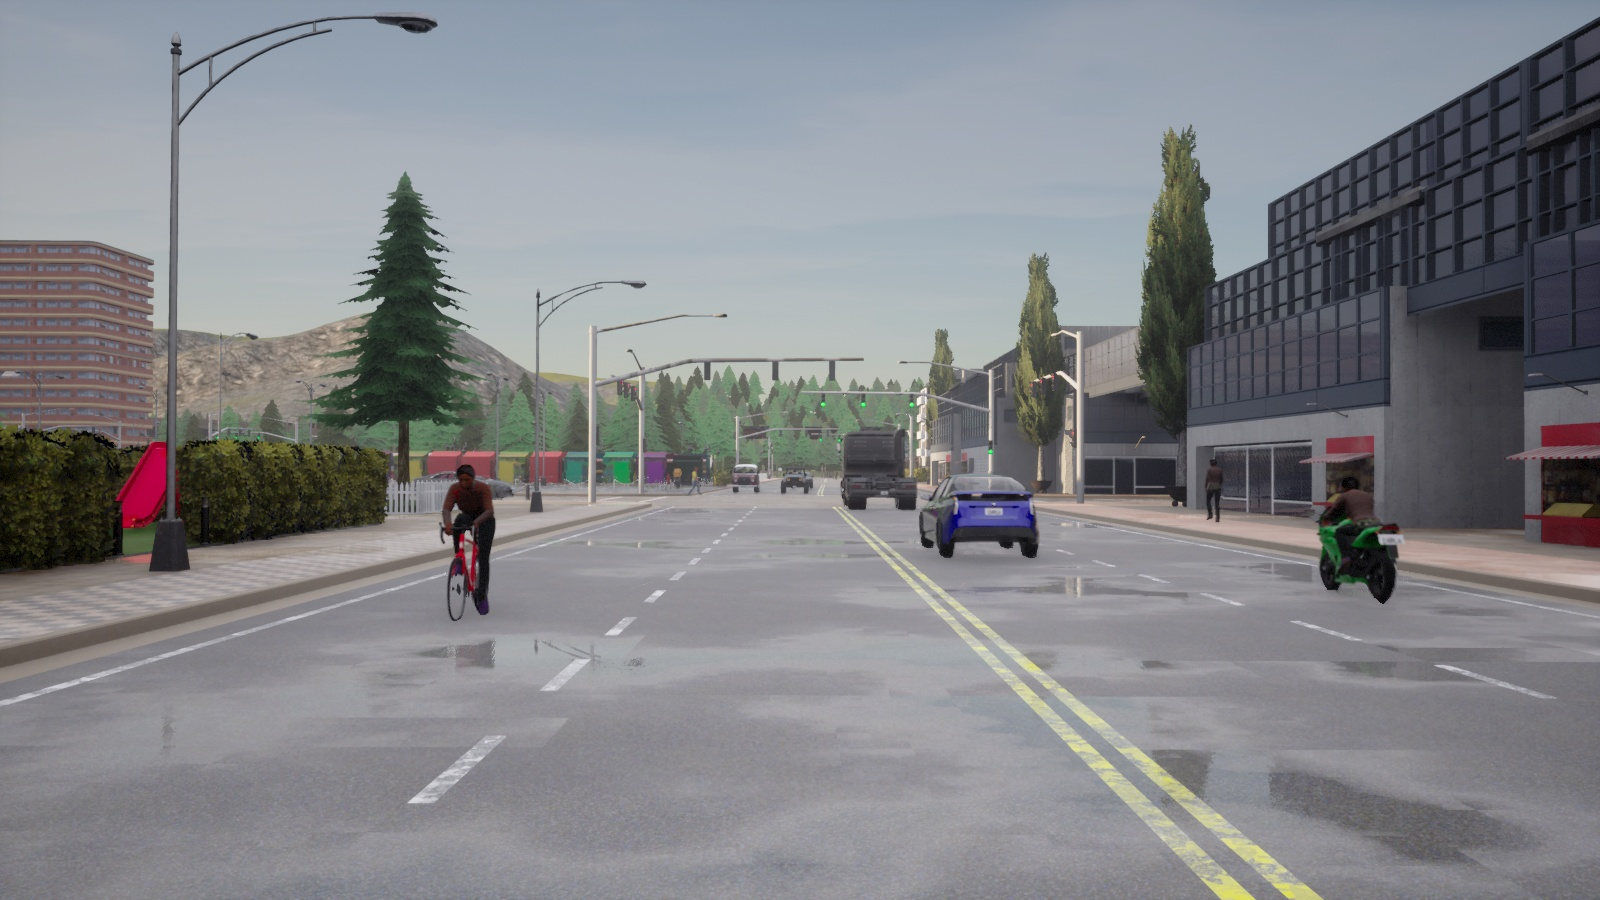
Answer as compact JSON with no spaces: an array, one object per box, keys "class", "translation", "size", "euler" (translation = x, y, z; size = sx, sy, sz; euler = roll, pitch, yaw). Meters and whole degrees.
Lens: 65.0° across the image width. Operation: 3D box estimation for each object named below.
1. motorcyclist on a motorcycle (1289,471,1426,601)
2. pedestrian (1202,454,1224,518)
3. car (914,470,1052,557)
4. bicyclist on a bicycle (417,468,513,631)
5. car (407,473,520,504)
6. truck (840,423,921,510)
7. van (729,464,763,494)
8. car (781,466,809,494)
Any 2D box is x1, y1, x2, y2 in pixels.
[{"class":"motorcyclist on a motorcycle","translation":[6.961,1.034,15.806],"size":[0.797,1.523,2.044],"euler":[0,-1,0]},{"class":"pedestrian","translation":[11.763,1.026,35.786],"size":[0.328,1.805,0.869],"euler":[0,-1,0]},{"class":"car","translation":[3.439,1.158,24.474],"size":[2.007,1.525,4.514],"euler":[0,-1,0]},{"class":"bicyclist on a bicycle","translation":[-3.533,1.006,13.369],"size":[0.582,1.620,1.656],"euler":[0,-1,0]},{"class":"car","translation":[-16.303,1.857,61.007],"size":[4.902,1.511,2.128],"euler":[0,-1,0]},{"class":"truck","translation":[3.328,0.727,54.197],"size":[2.891,3.462,7.936],"euler":[0,-1,-1]},{"class":"van","translation":[-3.808,2.046,89.109],"size":[2.069,2.038,4.480],"euler":[0,-1,1]},{"class":"car","translation":[-0.334,2.079,87.593],"size":[1.905,1.878,3.866],"euler":[0,-1,1]}]
